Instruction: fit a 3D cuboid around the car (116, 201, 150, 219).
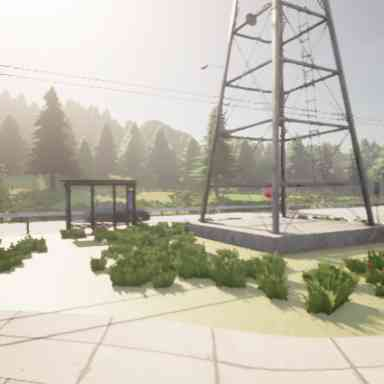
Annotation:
[{"bbox_3d":[-5.274,1.410,23.665,4.553,1.767,2.097,-1,0,-27],"label":"car"}]
